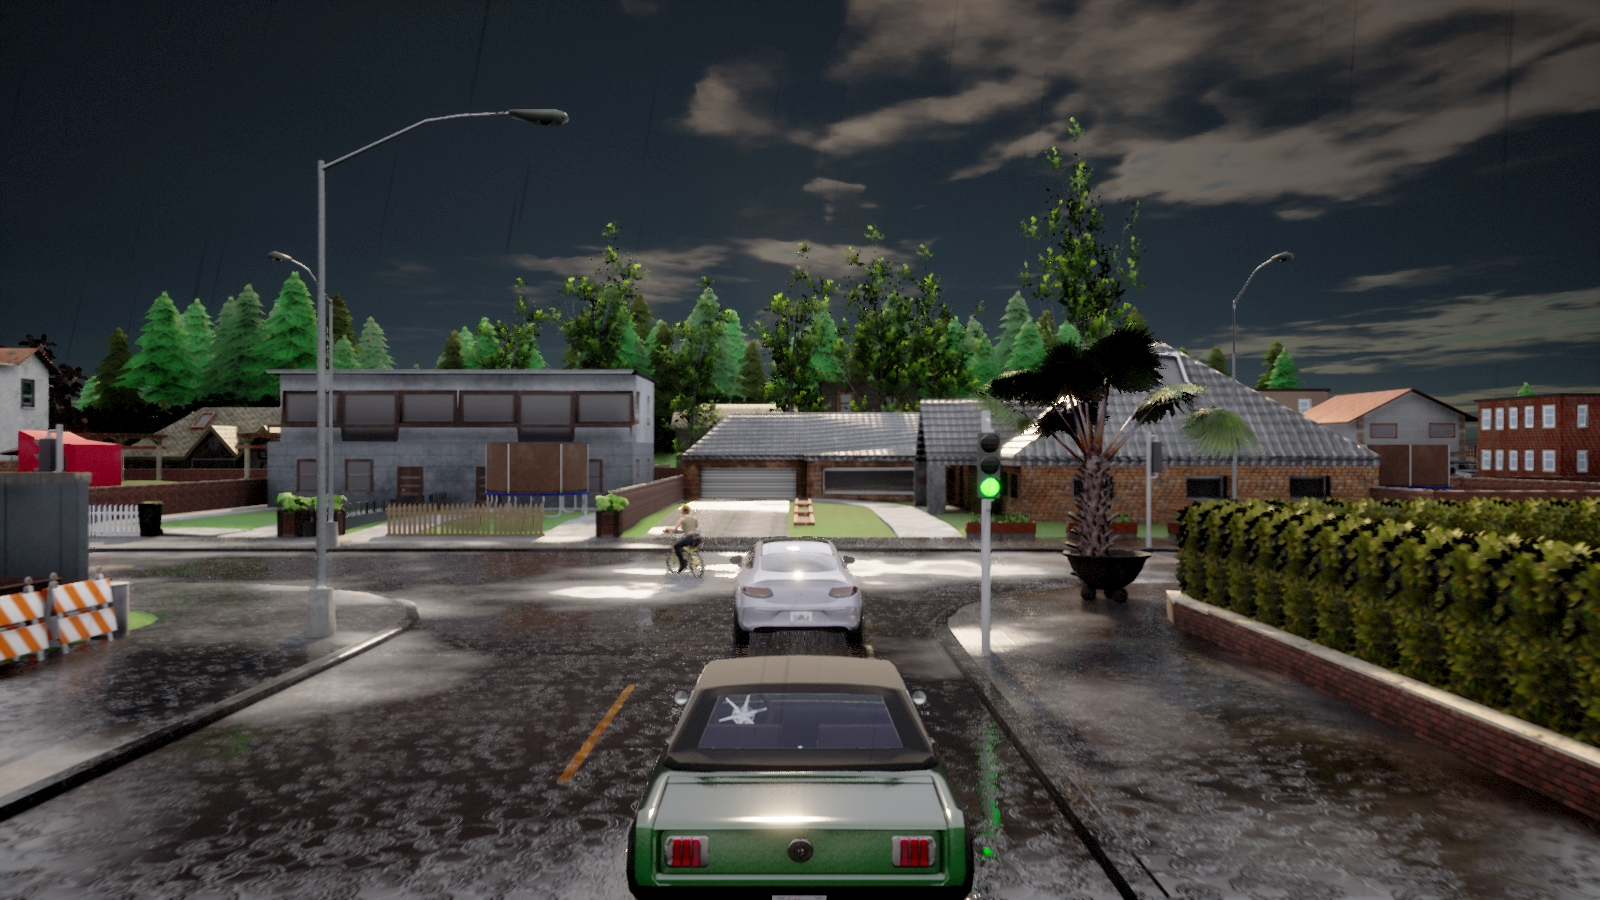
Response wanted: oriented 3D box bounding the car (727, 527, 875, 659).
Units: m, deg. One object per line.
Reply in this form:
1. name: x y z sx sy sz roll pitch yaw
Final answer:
1. car: -0.095 2.083 17.744 2.002 1.442 4.674 0 0 -3

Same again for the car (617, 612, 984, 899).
1. car: 0.002 2.156 8.249 1.895 1.301 4.718 0 0 0
